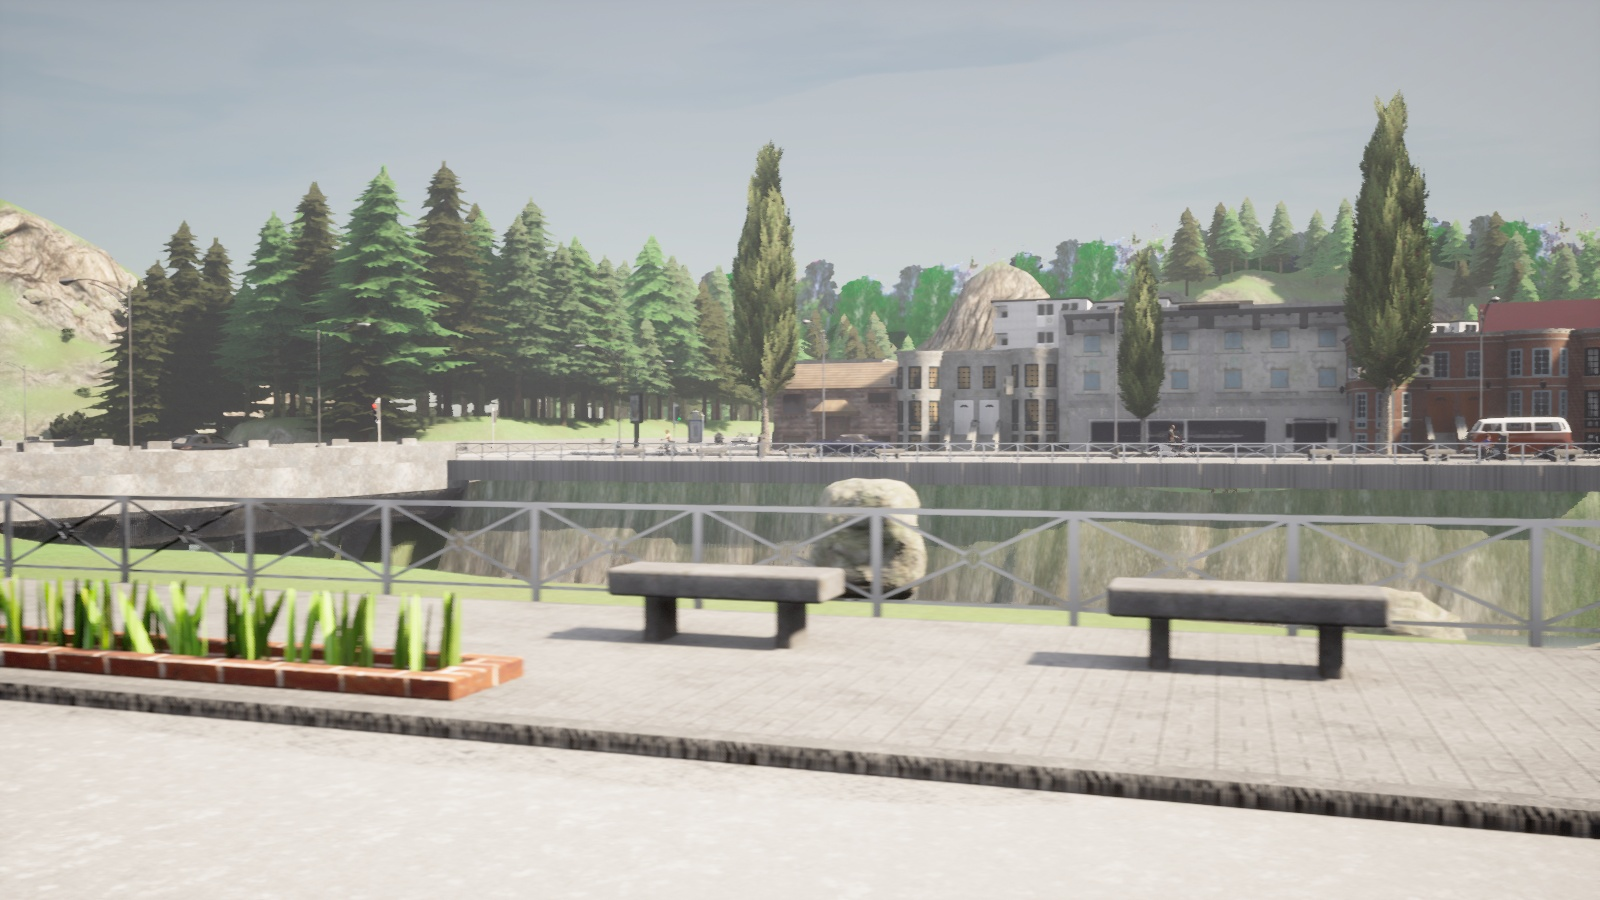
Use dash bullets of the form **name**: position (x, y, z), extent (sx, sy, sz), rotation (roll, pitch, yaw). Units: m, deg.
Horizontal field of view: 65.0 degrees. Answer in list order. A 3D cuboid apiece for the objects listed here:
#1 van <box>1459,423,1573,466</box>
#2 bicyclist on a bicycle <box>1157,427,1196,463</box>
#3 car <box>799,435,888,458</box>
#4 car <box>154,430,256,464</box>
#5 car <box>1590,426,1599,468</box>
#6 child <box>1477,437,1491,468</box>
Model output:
- **van**: position (34.849, -0.300, 61.262), extent (4.480, 2.038, 2.069), rotation (1, 1, 19)
- **bicyclist on a bicycle**: position (18.729, -0.233, 62.464), extent (1.843, 1.776, 0.659), rotation (0, 1, 19)
- **car**: position (2.502, -0.219, 72.140), extent (4.718, 1.301, 1.895), rotation (1, 1, 19)
- **car**: position (-27.063, -0.178, 57.242), extent (1.816, 1.474, 4.193), rotation (1, 1, 19)
- **car**: position (37.759, -0.133, 56.067), extent (3.866, 1.878, 1.905), rotation (1, 1, 19)
- **child**: position (27.766, 0.105, 50.953), extent (0.437, 1.263, 0.270), rotation (1, 1, 19)
